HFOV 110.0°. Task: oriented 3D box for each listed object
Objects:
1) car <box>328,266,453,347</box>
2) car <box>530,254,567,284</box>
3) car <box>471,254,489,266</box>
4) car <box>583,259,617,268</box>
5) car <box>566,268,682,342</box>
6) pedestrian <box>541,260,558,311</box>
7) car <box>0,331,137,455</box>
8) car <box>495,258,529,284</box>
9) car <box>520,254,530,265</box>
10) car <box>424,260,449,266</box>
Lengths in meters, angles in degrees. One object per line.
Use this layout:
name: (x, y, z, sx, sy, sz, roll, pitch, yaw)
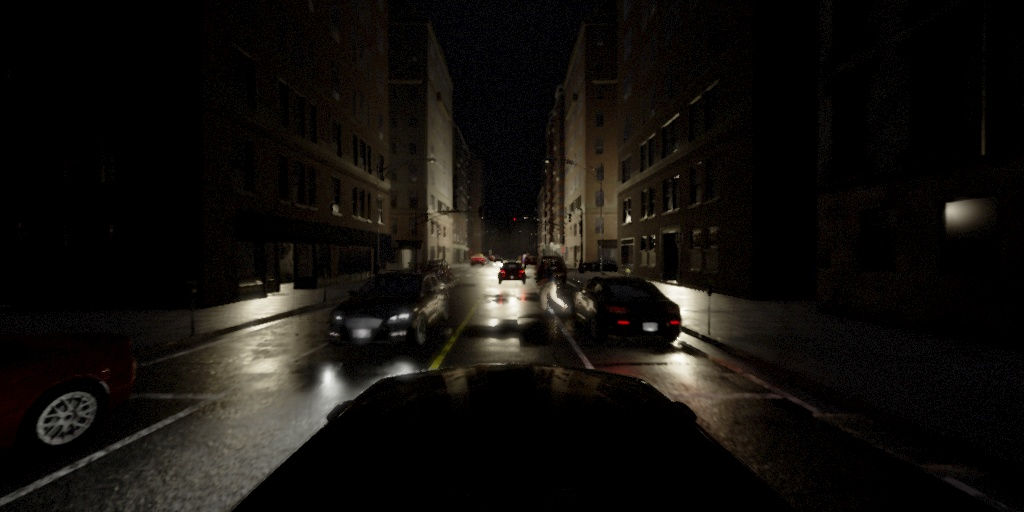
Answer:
car: (-2.846, 1.186, 9.248, 2.128, 1.511, 4.902, 0, 0, 0)
car: (2.642, 0.892, 25.126, 2.192, 1.841, 5.009, 0, 0, 0)
car: (-5.408, 0.650, 57.686, 2.192, 1.841, 5.009, 0, 0, 0)
car: (9.866, 1.006, 37.051, 5.357, 1.411, 2.033, 0, 0, -3)
car: (2.751, 1.220, 9.432, 1.812, 1.442, 4.674, 0, 0, 0)
pedestrian: (1.280, 0.966, 12.267, 0.375, 1.860, 0.375, 0, 0, 0)
car: (-5.388, 1.290, 2.399, 1.888, 1.381, 4.507, 0, 0, 0)
car: (0.012, 1.108, 24.472, 1.812, 1.442, 4.674, 0, 0, 0)
car: (2.710, 0.691, 52.182, 2.192, 1.841, 5.009, 0, 0, 0)
car: (-5.383, 1.017, 25.127, 1.967, 1.591, 4.097, 0, 0, 0)
